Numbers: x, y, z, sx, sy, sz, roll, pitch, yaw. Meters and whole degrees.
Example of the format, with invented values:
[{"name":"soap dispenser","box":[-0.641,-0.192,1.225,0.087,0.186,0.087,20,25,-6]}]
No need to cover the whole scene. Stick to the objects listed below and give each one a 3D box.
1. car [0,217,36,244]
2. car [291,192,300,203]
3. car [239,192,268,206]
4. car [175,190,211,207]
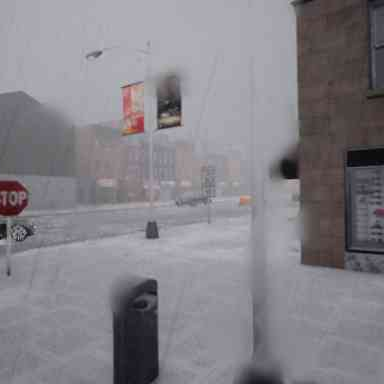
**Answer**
[{"name":"car","box":[-8.243,1.264,12.003,2.128,1.511,4.902,-1,0,35]},{"name":"car","box":[15.144,0.665,45.508,1.882,1.535,5.008,-1,0,35]},{"name":"car","box":[7.559,0.752,40.319,2.097,1.767,4.553,-1,0,35]},{"name":"car","box":[0.182,0.807,41.440,2.150,2.045,5.566,-1,0,35]}]
